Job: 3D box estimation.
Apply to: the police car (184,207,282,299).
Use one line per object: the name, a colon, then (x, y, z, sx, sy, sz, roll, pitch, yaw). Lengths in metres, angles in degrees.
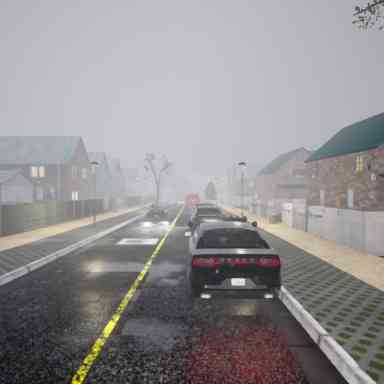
police car: (0.840, 1.424, 8.598, 1.930, 1.638, 5.238, 0, 0, 0)

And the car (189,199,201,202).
car: (0.869, 1.519, 24.490, 1.837, 1.490, 4.892, 0, 0, 0)

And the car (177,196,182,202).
car: (-2.595, 1.710, 83.544, 2.128, 1.511, 4.902, 0, 0, 0)

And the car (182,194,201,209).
car: (0.121, 1.281, 46.803, 2.150, 2.045, 5.566, 0, 0, 1)

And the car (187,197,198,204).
car: (0.121, 1.677, 66.029, 2.033, 1.411, 5.357, 0, 0, 0)

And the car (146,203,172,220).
car: (-2.798, 1.620, 28.558, 1.895, 1.301, 4.718, 0, 0, 0)

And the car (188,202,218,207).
car: (0.859, 1.512, 18.489, 1.837, 1.490, 4.892, 0, 0, 0)
